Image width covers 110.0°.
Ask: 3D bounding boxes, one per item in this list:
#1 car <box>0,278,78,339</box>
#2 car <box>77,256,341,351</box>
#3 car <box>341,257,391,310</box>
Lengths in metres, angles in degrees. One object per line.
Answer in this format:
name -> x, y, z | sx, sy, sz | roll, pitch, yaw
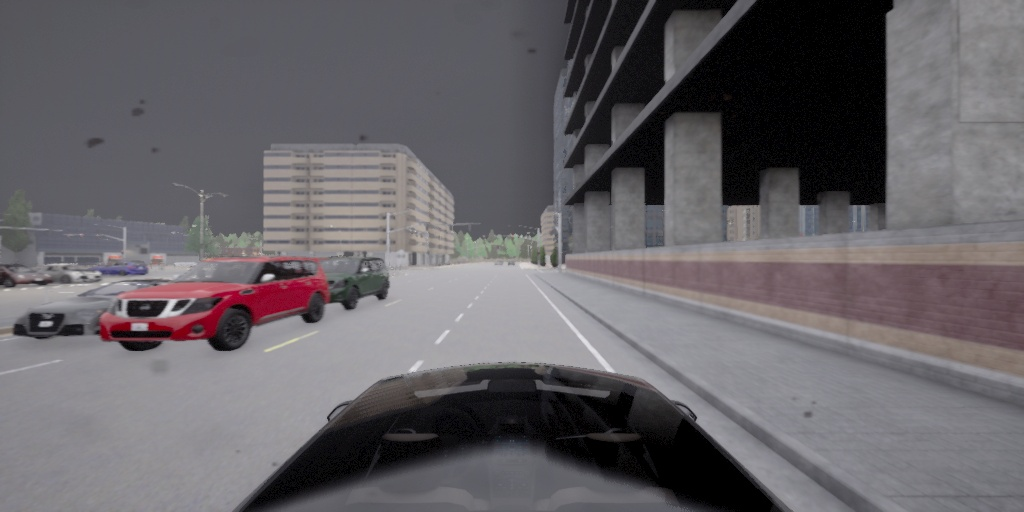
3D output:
car -> -10.507, 1.358, 10.078 | 1.994, 1.385, 4.181 | 0, 0, 0
car -> -7.012, 1.006, 9.496 | 2.150, 2.045, 5.566 | 0, -1, 0
car -> -7.064, 1.051, 15.464 | 2.150, 2.045, 5.566 | 0, 0, 1
